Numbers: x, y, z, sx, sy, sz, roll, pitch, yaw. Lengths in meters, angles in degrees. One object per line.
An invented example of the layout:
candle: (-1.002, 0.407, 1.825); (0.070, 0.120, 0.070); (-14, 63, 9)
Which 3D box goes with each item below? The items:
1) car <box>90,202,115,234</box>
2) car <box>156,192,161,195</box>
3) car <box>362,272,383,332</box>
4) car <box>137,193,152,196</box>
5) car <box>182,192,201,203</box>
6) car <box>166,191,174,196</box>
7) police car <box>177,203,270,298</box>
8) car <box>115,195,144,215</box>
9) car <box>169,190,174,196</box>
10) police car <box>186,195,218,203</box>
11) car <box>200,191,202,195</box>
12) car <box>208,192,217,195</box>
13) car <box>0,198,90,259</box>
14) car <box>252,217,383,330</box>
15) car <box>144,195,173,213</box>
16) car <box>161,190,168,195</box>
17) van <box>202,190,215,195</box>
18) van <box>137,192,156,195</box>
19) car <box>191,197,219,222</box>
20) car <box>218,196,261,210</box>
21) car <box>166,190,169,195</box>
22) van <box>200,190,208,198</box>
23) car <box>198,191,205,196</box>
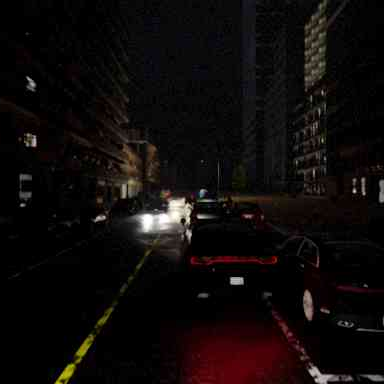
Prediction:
car: (-5.712, 1.320, 17.756); (1.887, 1.381, 4.507); (1, 1, 0)
car: (-5.762, 0.956, 45.433); (1.752, 1.417, 4.829); (1, 1, 0)
car: (2.699, 1.536, 1.064); (2.008, 1.369, 4.403); (1, 1, 0)
car: (-5.743, 1.118, 34.464); (2.008, 1.369, 4.403); (1, 1, 0)
car: (-0.064, 1.027, 45.803); (1.895, 1.301, 4.718); (0, 1, 0)
car: (-5.845, 0.426, 90.157); (1.887, 1.381, 4.507); (1, 1, 0)
police car: (0.669, 1.317, 8.409); (1.930, 1.638, 5.238); (0, 1, -3)
car: (-5.732, 1.202, 28.895); (1.947, 1.339, 4.313); (1, 1, 0)
car: (-5.810, 0.400, 73.446); (2.192, 1.841, 5.009); (1, 1, 0)
police car: (0.799, 1.192, 18.410); (1.930, 1.638, 5.238); (0, 1, -1)
car: (2.597, 0.872, 56.755); (1.802, 1.307, 4.206); (1, 1, 0)
car: (2.650, 1.076, 28.908); (1.967, 1.590, 4.097); (1, 1, 0)
car: (-5.698, 1.160, 12.184); (2.192, 1.841, 5.009); (1, 1, 0)
car: (2.689, 1.466, 6.632); (2.008, 1.369, 4.403); (1, 1, 0)
car: (-3.153, 1.208, 31.192); (1.895, 1.301, 4.718); (0, 1, 0)
car: (-5.783, 0.842, 56.740); (2.008, 1.369, 4.403); (1, 1, 0)
van: (2.621, 0.770, 45.615); (1.690, 1.788, 3.998); (1, 1, 0)
van: (-5.749, 0.839, 40.031); (1.690, 1.788, 3.998); (1, 1, 0)
car: (0.855, 1.198, 24.314); (1.837, 1.490, 4.892); (0, 1, 0)
car: (2.670, 1.215, 17.769); (1.967, 1.590, 4.097); (1, 1, 0)
car: (-5.793, 0.750, 62.140); (1.752, 1.417, 4.829); (1, 1, 0)
van: (2.569, 0.426, 73.461); (1.690, 1.788, 3.998); (1, 1, 0)
car: (2.535, 0.405, 90.340); (1.752, 1.417, 4.829); (1, 1, 0)
